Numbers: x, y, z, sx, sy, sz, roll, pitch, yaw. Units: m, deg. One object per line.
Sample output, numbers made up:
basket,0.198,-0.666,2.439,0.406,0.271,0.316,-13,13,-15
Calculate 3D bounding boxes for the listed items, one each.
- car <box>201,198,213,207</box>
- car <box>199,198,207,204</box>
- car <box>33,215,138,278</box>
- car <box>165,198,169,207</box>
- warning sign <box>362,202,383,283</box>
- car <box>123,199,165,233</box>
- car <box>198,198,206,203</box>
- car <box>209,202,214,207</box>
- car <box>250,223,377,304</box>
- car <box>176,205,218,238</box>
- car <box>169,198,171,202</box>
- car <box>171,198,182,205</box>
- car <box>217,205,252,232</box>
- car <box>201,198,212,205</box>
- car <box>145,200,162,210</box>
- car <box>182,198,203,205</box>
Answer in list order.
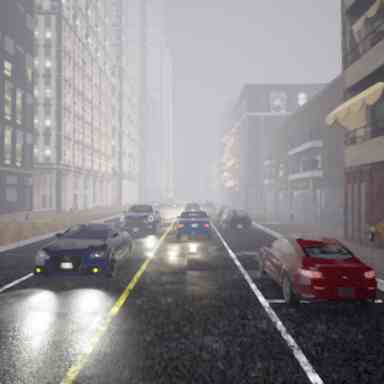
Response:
car,2.692,1.893,60.439,1.967,1.590,4.097,0,0,0
car,2.693,2.159,83.201,1.752,1.417,4.829,0,0,0
car,-3.092,1.639,10.218,1.994,1.385,4.181,0,0,0
car,-5.688,1.995,60.438,1.887,1.381,4.507,0,0,0
warning sign,5.066,1.177,8.100,1.300,1.860,1.060,0,-1,0
car,-3.088,1.502,20.584,2.097,1.767,4.553,0,0,0
car,2.693,2.244,88.680,1.947,1.339,4.313,0,0,0
car,2.693,1.746,26.547,2.008,1.369,4.403,0,0,0
car,2.742,1.642,7.982,1.802,1.307,4.206,0,0,0
car,0.100,1.684,18.574,2.033,1.411,5.357,0,0,0
car,-5.688,2.242,88.679,1.947,1.339,4.313,0,0,0
car,-2.999,2.021,72.273,1.812,1.442,4.674,0,0,0
car,2.692,1.705,20.899,2.008,1.369,4.403,0,0,0
car,2.692,1.991,54.789,1.802,1.307,4.206,0,0,0
car,-5.688,1.914,49.141,2.008,1.369,4.403,0,0,0
car,0.086,1.879,42.688,1.994,1.385,4.181,0,0,0
